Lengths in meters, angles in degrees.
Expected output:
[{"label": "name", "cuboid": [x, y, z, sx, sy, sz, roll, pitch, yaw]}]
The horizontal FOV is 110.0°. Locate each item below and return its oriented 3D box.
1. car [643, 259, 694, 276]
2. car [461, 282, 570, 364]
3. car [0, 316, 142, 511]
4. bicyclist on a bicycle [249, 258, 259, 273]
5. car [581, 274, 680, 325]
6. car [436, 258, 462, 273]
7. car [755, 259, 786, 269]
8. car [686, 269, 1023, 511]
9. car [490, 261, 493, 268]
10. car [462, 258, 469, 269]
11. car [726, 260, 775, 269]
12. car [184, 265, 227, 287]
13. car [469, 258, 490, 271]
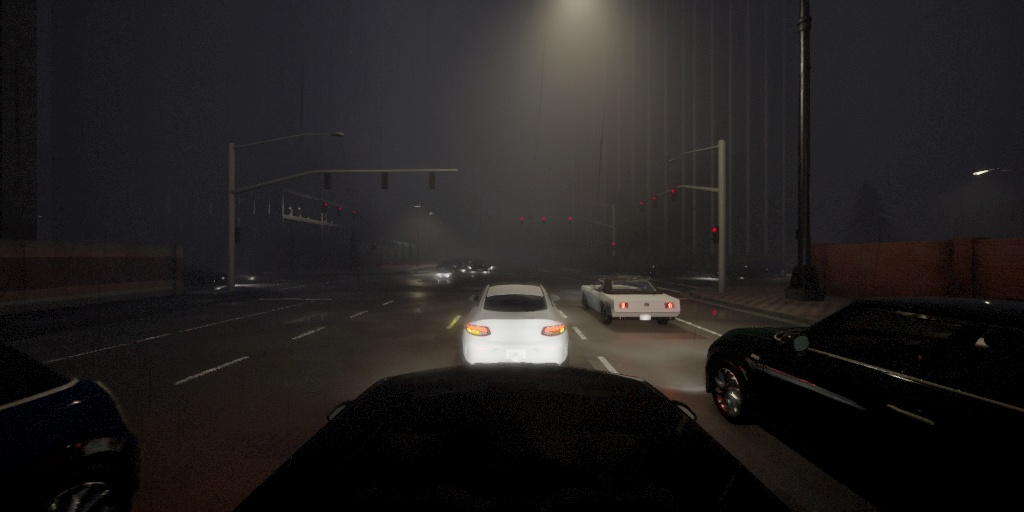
[{"label": "car", "cuboid": [15.338, 1.102, 35.147, 4.553, 1.767, 2.097, 0, 0, 0]}, {"label": "car", "cuboid": [0.059, 1.276, 7.577, 1.812, 1.442, 4.674, 0, 0, 0]}, {"label": "car", "cuboid": [-3.598, 1.102, 0.465, 2.097, 1.767, 4.553, 0, 0, 0]}, {"label": "bicyclist on a bicycle", "cuboid": [-28.409, 1.051, 39.513, 0.582, 1.620, 1.656, 0, 0, -1]}, {"label": "car", "cuboid": [3.563, 1.351, 11.795, 1.895, 1.301, 4.718, 0, 0, 0]}, {"label": "car", "cuboid": [-8.007, 1.243, 44.425, 2.128, 1.511, 4.902, 0, 0, 3]}, {"label": "car", "cuboid": [24.230, 1.102, 35.229, 4.553, 1.767, 2.097, 0, 0, 0]}, {"label": "car", "cuboid": [3.599, 1.102, 2.893, 2.097, 1.767, 4.553, 0, 0, 0]}, {"label": "car", "cuboid": [-4.555, 1.276, 60.509, 1.812, 1.442, 4.674, 0, 0, -1]}, {"label": "car", "cuboid": [-7.980, 1.101, 54.723, 2.097, 1.767, 4.553, 0, 0, -1]}, {"label": "car", "cuboid": [20.189, 1.314, 31.693, 4.181, 1.385, 1.994, 0, 0, -1]}, {"label": "car", "cuboid": [-21.419, 1.314, 24.093, 4.181, 1.385, 1.994, 0, 0, 0]}, {"label": "car", "cuboid": [-4.383, 1.228, 48.960, 1.882, 1.535, 5.008, 0, 0, -1]}]
